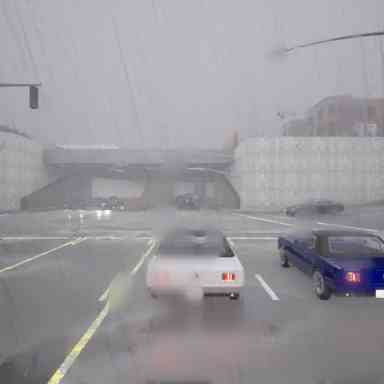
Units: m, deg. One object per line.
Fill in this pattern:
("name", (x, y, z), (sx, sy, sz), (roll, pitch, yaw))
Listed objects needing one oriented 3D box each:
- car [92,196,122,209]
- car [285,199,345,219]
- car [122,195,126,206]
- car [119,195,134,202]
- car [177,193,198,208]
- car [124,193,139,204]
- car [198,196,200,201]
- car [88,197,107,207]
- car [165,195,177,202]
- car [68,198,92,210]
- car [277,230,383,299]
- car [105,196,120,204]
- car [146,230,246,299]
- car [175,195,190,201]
("car", (-11.293, 1.491, 44.548), (2.128, 1.511, 4.902), (0, 0, -1))
("car", (10.458, 1.375, 28.518), (4.902, 1.511, 2.128), (-4, 0, 1))
("car", (-11.530, 1.547, 54.185), (2.033, 1.411, 5.357), (0, 0, -1))
("car", (-15.136, 1.536, 77.561), (2.033, 1.411, 5.357), (0, 0, 6))
("car", (-0.677, 1.352, 46.967), (2.097, 1.767, 4.553), (0, 0, -1))
("car", (-11.742, 1.221, 64.891), (2.150, 2.045, 5.566), (0, 0, -1))
("car", (0.175, 1.225, 82.389), (2.150, 2.045, 5.566), (0, 0, 20))
("car", (-15.004, 1.526, 53.159), (1.812, 1.442, 4.674), (0, 0, -1))
("car", (-4.774, 1.355, 75.589), (2.097, 1.767, 4.553), (0, 0, 6))
("car", (-14.783, 1.526, 44.111), (1.812, 1.442, 4.674), (0, 0, -2))
("car", (3.578, 1.601, 8.391), (1.895, 1.301, 4.718), (0, 0, 0))
("car", (-15.230, 1.526, 64.264), (1.812, 1.442, 4.674), (0, 0, -1))
("car", (0.078, 1.601, 8.380), (1.895, 1.301, 4.718), (0, 0, 0))
("car", (-2.423, 1.478, 85.456), (1.882, 1.535, 5.008), (0, 0, 24))
